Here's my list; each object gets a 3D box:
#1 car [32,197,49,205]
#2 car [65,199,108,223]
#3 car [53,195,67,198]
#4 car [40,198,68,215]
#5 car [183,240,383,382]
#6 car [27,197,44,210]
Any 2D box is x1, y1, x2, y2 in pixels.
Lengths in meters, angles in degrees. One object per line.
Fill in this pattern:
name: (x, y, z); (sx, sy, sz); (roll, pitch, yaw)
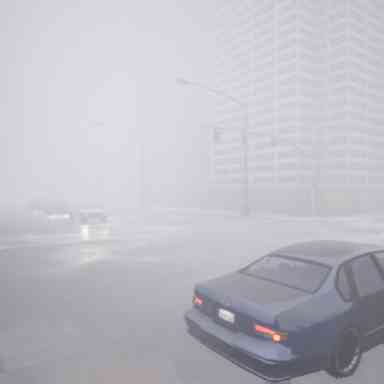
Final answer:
car: (-26.811, 1.571, 58.830); (1.994, 1.385, 4.181); (0, 0, -35)
car: (-8.174, 1.531, 26.000); (1.812, 1.442, 4.674); (0, 0, -35)
car: (-24.196, 1.361, 61.037); (2.097, 1.767, 4.553); (0, 0, -35)
car: (-13.867, 1.569, 34.074); (1.994, 1.385, 4.181); (0, 0, -35)
car: (2.457, 1.550, 5.501); (5.357, 1.411, 2.033); (0, 0, -35)
car: (-19.823, 1.553, 42.528); (2.033, 1.411, 5.357); (0, 0, -35)
